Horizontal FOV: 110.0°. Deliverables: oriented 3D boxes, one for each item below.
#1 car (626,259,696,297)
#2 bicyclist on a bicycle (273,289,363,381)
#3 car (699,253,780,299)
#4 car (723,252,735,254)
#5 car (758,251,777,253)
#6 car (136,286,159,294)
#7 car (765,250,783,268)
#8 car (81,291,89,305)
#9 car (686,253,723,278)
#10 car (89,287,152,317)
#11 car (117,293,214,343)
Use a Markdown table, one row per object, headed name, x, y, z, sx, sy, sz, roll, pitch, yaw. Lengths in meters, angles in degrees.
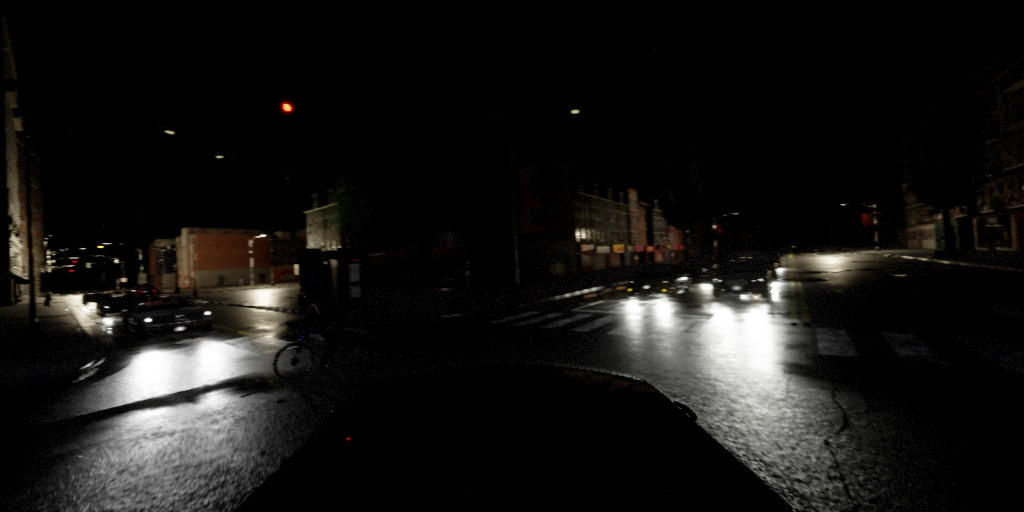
| name | x | y | z | sx | sy | sz | roll | pitch | yaw |
| --- | --- | --- | --- | --- | --- | --- | --- | --- | --- |
| car | 6.865 | 1.072 | 16.664 | 1.994 | 1.385 | 4.181 | -4 | -1 | 38 |
| bicyclist on a bicycle | -3.695 | 1.453 | 6.926 | 0.582 | 1.620 | 1.656 | -4 | 0 | 39 |
| car | 9.601 | 0.833 | 14.900 | 2.128 | 1.511 | 4.902 | -4 | -1 | 38 |
| car | 20.582 | 0.403 | 34.418 | 1.882 | 1.535 | 5.008 | -4 | 0 | 38 |
| car | 15.111 | 0.633 | 22.001 | 1.812 | 1.442 | 4.674 | -4 | -1 | 37 |
| car | -36.072 | 3.668 | 35.111 | 4.902 | 1.511 | 2.128 | -4 | -1 | 39 |
| car | 23.140 | 0.266 | 32.423 | 1.837 | 1.490 | 4.892 | -4 | 1 | 37 |
| car | -40.604 | 4.030 | 35.096 | 4.718 | 1.301 | 1.895 | -4 | -1 | 38 |
| car | 12.356 | 0.752 | 23.769 | 1.882 | 1.535 | 5.008 | -4 | -1 | 38 |
| car | -24.516 | 2.913 | 22.378 | 5.357 | 1.411 | 2.033 | -4 | -1 | 38 |
| car | -12.673 | 2.192 | 13.134 | 4.718 | 1.301 | 1.895 | -4 | -1 | 37 |
